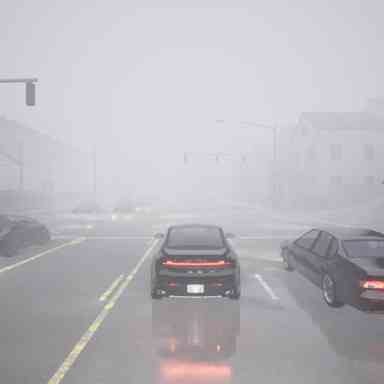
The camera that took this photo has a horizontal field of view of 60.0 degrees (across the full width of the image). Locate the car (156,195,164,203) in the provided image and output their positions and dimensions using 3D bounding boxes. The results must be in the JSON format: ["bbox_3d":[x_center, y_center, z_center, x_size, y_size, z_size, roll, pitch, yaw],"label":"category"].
[{"bbox_3d":[-6.981,1.505,69.272,1.837,1.490,4.892,0,0,0],"label":"car"}]

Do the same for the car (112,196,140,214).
[{"bbox_3d":[-7.092,1.507,35.154,1.837,1.490,4.892,0,0,0],"label":"car"}]

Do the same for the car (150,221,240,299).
[{"bbox_3d":[0.078,1.505,8.448,1.837,1.490,4.892,0,0,0],"label":"car"}]

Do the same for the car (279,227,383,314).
[{"bbox_3d":[3.577,1.547,7.871,2.033,1.411,5.357,0,0,0],"label":"car"}]

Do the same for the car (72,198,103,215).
[{"bbox_3d":[-10.592,1.526,33.640,1.812,1.442,4.674,0,0,0],"label":"car"}]

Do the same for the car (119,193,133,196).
[{"bbox_3d":[-10.582,1.218,52.880,2.150,2.045,5.566,0,0,0],"label":"car"}]

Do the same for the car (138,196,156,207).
[{"bbox_3d":[-7.081,1.478,50.325,1.882,1.535,5.008,0,1,0],"label":"car"}]

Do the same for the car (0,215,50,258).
[{"bbox_3d":[-7.096,1.564,12.602,1.994,1.385,4.181,0,0,0],"label":"car"}]

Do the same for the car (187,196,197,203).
[{"bbox_3d":[0.019,1.547,69.214,2.033,1.411,5.357,0,0,0],"label":"car"}]

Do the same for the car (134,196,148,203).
[{"bbox_3d":[-10.482,1.540,68.656,2.033,1.411,5.357,0,0,0],"label":"car"}]

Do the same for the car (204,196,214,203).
[{"bbox_3d":[3.517,1.545,69.213,2.033,1.411,5.357,0,0,0],"label":"car"}]
